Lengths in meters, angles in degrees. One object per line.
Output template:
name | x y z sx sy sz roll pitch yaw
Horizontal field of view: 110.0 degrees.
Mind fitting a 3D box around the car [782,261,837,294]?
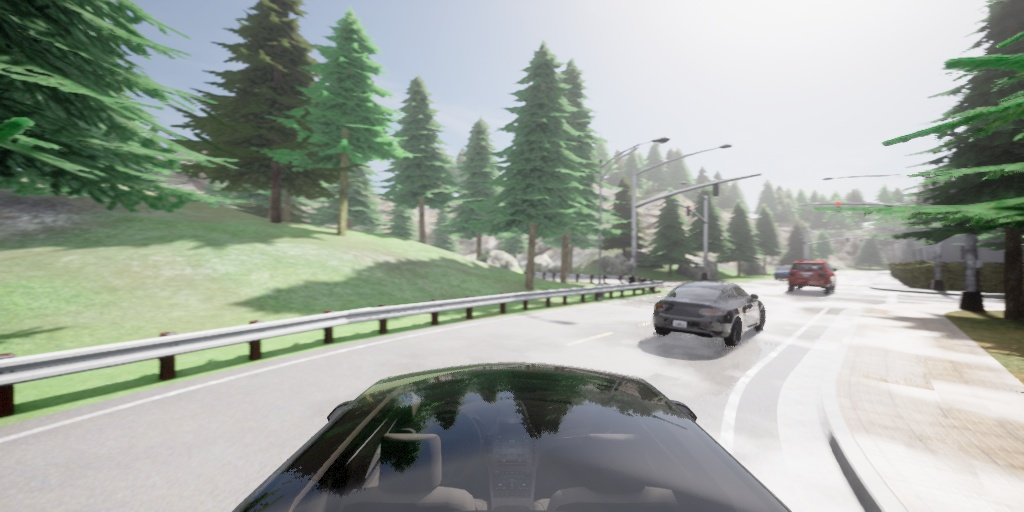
car | 20.465 1.392 24.440 5.566 2.045 2.150 1 -1 -44

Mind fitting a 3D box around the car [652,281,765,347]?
car | 5.441 1.403 9.790 1.812 1.442 4.674 0 -1 45

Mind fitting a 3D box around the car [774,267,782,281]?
car | 29.591 1.858 38.431 5.008 1.535 1.882 1 -1 -44
